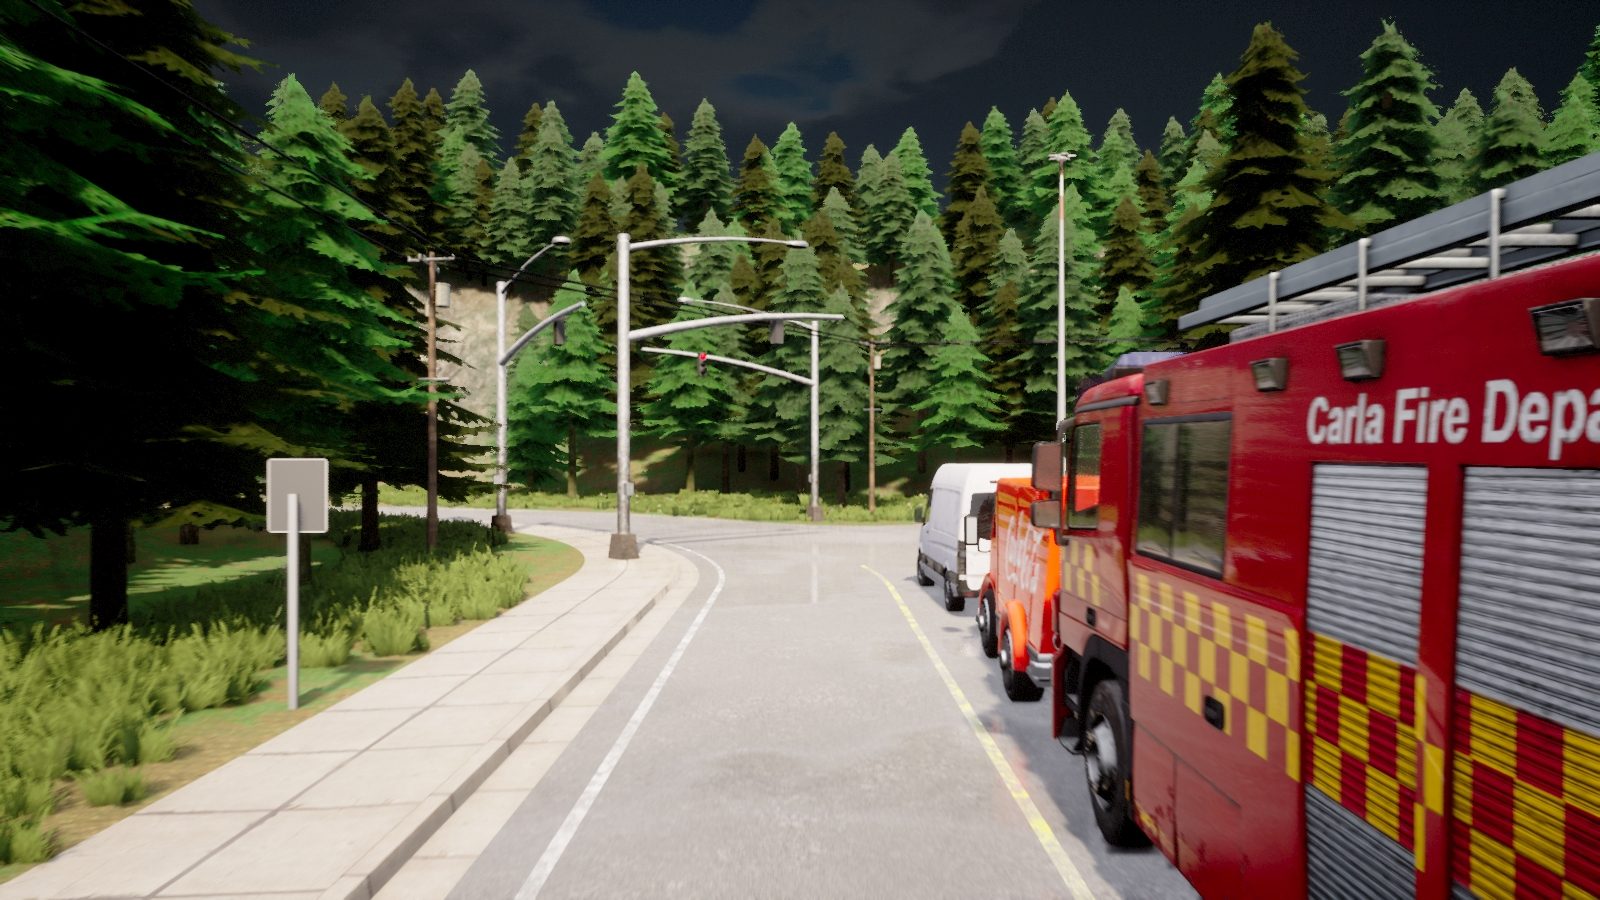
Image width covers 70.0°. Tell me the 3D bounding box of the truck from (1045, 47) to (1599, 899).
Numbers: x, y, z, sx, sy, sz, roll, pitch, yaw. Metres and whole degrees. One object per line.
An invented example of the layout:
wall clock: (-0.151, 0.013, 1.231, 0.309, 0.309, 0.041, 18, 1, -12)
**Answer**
truck: (3.536, 0.864, 5.608, 2.891, 3.827, 8.468, 0, 0, 0)

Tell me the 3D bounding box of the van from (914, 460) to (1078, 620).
van: (3.503, 1.506, 21.654, 1.988, 2.561, 5.915, 0, 0, -1)

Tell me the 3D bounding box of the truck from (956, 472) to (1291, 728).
truck: (3.561, 1.536, 13.939, 2.627, 2.467, 5.204, 0, 0, 0)
